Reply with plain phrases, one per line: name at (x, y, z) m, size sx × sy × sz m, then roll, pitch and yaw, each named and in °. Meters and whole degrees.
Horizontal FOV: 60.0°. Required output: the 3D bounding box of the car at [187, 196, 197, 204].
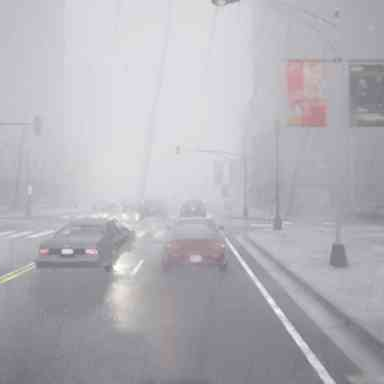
car at (-0.017, 1.534, 67.440) m, size 2.033 × 1.411 × 5.357 m, roll 0°, pitch 0°, yaw 0°

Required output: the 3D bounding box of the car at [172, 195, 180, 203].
car at (-3.267, 1.546, 67.856) m, size 1.994 × 1.385 × 4.181 m, roll 0°, pitch 0°, yaw 0°

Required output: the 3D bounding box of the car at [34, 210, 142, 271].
car at (-3.153, 1.551, 10.906) m, size 2.033 × 1.411 × 5.357 m, roll 0°, pitch 0°, yaw 0°

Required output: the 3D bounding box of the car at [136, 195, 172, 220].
car at (-3.153, 1.384, 28.625) m, size 2.097 × 1.767 × 4.553 m, roll 0°, pitch 1°, yaw 0°

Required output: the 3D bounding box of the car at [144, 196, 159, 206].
car at (-6.568, 1.472, 54.442) m, size 1.882 × 1.535 × 5.008 m, roll 0°, pitch 0°, yaw 0°

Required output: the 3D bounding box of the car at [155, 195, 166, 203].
car at (-6.518, 1.452, 69.748) m, size 1.882 × 1.535 × 5.008 m, roll 0°, pitch 0°, yaw 0°

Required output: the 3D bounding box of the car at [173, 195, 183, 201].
car at (-3.270, 1.352, 77.860) m, size 2.033 × 1.411 × 5.357 m, roll 0°, pitch 0°, yaw 0°

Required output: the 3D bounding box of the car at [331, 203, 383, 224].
car at (13.242, 1.589, 25.433) m, size 4.902 × 1.511 × 2.128 m, roll 0°, pitch -1°, yaw 1°

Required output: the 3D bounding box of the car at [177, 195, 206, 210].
car at (0.093, 1.389, 28.686) m, size 2.097 × 1.767 × 4.553 m, roll 0°, pitch 1°, yaw 0°

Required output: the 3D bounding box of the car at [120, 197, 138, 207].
car at (-9.835, 1.560, 51.972) m, size 1.994 × 1.385 × 4.181 m, roll 0°, pitch 0°, yaw 0°

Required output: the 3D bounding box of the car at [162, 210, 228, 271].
car at (0.098, 1.530, 10.749) m, size 1.812 × 1.442 × 4.674 m, roll 0°, pitch 0°, yaw 0°

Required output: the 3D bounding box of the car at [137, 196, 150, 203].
car at (-9.773, 1.486, 67.176) m, size 1.837 × 1.490 × 4.892 m, roll 0°, pitch 0°, yaw 0°

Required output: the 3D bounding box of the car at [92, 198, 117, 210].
car at (-9.852, 1.492, 37.753) m, size 2.128 × 1.511 × 4.902 m, roll 0°, pitch 0°, yaw 0°

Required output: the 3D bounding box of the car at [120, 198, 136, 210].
car at (-6.602, 1.527, 37.484) m, size 1.812 × 1.442 × 4.674 m, roll 0°, pitch 0°, yaw 0°

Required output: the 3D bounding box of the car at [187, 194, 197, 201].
car at (-0.020, 1.337, 77.860) m, size 2.128 × 1.511 × 4.902 m, roll 0°, pitch 0°, yaw 0°
